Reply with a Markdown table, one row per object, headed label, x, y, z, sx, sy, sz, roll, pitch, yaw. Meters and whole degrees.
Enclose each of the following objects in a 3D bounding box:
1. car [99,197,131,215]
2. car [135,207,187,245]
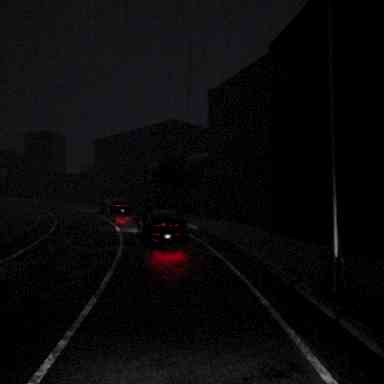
| label | x | y | z | sx | sy | sz | roll | pitch | yaw |
| --- | --- | --- | --- | --- | --- | --- | --- | --- | --- |
| car | -6.954 | 1.243 | 29.810 | 1.837 | 1.490 | 4.892 | 2 | 0 | -29 |
| car | -1.460 | 1.459 | 15.323 | 1.837 | 1.490 | 4.892 | 1 | 0 | -12 |
